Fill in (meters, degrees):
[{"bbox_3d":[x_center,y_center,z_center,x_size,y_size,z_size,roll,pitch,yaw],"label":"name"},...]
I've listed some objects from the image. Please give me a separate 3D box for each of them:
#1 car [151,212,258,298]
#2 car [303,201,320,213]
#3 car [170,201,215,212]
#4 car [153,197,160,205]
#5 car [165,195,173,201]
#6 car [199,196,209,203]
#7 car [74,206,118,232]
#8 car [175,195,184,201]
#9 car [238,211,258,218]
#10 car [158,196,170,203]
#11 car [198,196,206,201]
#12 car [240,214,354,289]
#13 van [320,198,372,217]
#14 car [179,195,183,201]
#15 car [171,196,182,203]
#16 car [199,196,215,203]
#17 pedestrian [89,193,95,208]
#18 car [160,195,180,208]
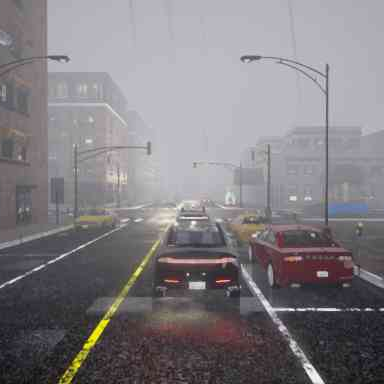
[{"bbox_3d":[0.084,1.491,8.486,2.128,1.511,4.902,0,0,0],"label":"car"},{"bbox_3d":[14.585,1.599,37.005,4.181,1.385,1.994,0,0,-1],"label":"car"},{"bbox_3d":[0.061,1.494,18.855,2.128,1.511,4.902,0,0,0],"label":"car"},{"bbox_3d":[-5.821,1.584,58.562,2.008,1.369,4.403,0,0,0],"label":"car"},{"bbox_3d":[-5.882,1.604,86.875,1.752,1.417,4.829,0,0,0],"label":"car"},{"bbox_3d":[2.535,1.601,69.986,2.008,1.369,4.403,0,0,0],"label":"car"},{"bbox_3d":[-5.739,1.529,20.240,1.752,1.417,4.829,0,0,0],"label":"car"},{"bbox_3d":[-3.182,1.509,85.284,2.128,1.511,4.902,0,0,0],"label":"car"},{"bbox_3d":[2.653,1.527,14.897,1.752,1.417,4.829,0,0,0],"label":"car"},{"bbox_3d":[-5.845,1.600,69.956,2.008,1.369,4.403,0,0,0],"label":"car"},{"bbox_3d":[2.499,1.629,87.076,2.008,1.369,4.403,-1,0,0],"label":"car"},{"bbox_3d":[2.666,1.545,9.030,1.887,1.381,4.507,0,0,0],"label":"car"},{"bbox_3d":[14.591,1.416,31.215,3.998,1.788,1.690,0,0,-1],"label":"van"},{"bbox_3d":[-3.202,1.599,59.971,1.994,1.385,4.181,0,0,0],"label":"car"},{"bbox_3d":[-3.150,1.576,70.348,2.128,1.511,4.902,0,0,0],"label":"car"},{"bbox_3d":[2.571,1.466,52.895,1.967,1.590,4.097,0,0,0],"label":"car"},{"bbox_3d":[-12.721,1.083,42.276,0.375,1.860,0.375,0,0,-1],"label":"pedestrian"},{"bbox_3d":[-3.170,1.570,49.306,2.033,1.411,5.357,0,0,-1],"label":"car"}]
